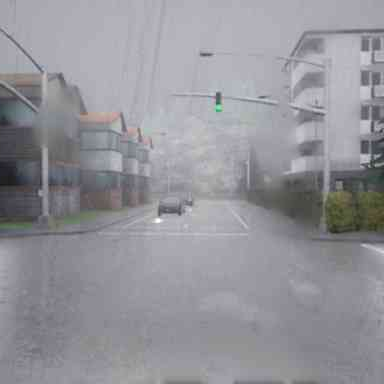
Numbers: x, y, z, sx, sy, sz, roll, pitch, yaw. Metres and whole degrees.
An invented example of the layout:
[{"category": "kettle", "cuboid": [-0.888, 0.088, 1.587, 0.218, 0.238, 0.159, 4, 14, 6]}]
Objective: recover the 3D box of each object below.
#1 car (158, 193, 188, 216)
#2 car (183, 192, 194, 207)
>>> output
[{"category": "car", "cuboid": [-1.658, 1.121, 28.076, 1.882, 1.535, 5.008, 0, 1, 4]}, {"category": "car", "cuboid": [-0.885, 0.845, 39.831, 2.097, 1.767, 4.553, 0, 1, 4]}]
